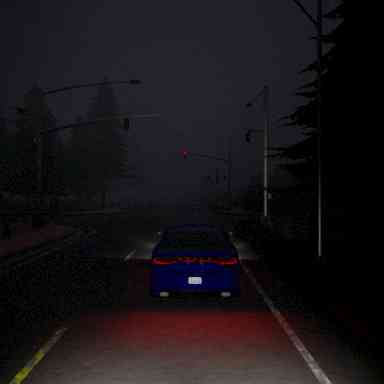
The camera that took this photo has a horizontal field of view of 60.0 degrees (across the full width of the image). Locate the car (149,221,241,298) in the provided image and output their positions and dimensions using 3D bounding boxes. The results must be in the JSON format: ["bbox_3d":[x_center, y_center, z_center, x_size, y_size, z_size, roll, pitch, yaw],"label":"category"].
[{"bbox_3d":[0.079,1.477,8.596,1.882,1.535,5.008,0,0,1],"label":"car"}]

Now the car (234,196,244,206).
[{"bbox_3d":[8.958,1.138,49.548,4.605,1.855,1.932,0,0,0],"label":"car"}]

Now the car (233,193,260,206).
[{"bbox_3d":[8.549,1.140,52.059,3.866,1.878,1.905,0,0,0],"label":"car"}]
